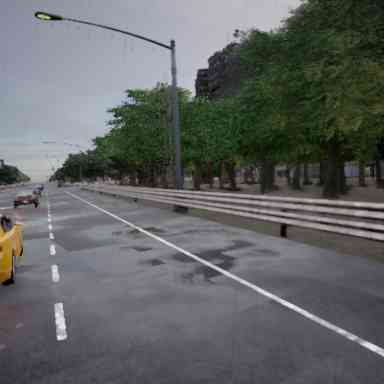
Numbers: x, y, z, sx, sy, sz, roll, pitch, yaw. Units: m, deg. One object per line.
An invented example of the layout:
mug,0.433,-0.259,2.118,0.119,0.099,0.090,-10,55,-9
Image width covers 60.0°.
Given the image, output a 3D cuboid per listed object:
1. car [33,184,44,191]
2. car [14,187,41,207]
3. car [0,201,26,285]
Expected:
car,-24.477,-0.046,51.630,2.033,1.411,5.357,-4,3,-24
car,-15.141,0.606,30.443,1.812,1.442,4.674,-4,3,-24
car,-5.361,1.263,8.237,1.882,1.535,5.008,-4,3,-24
